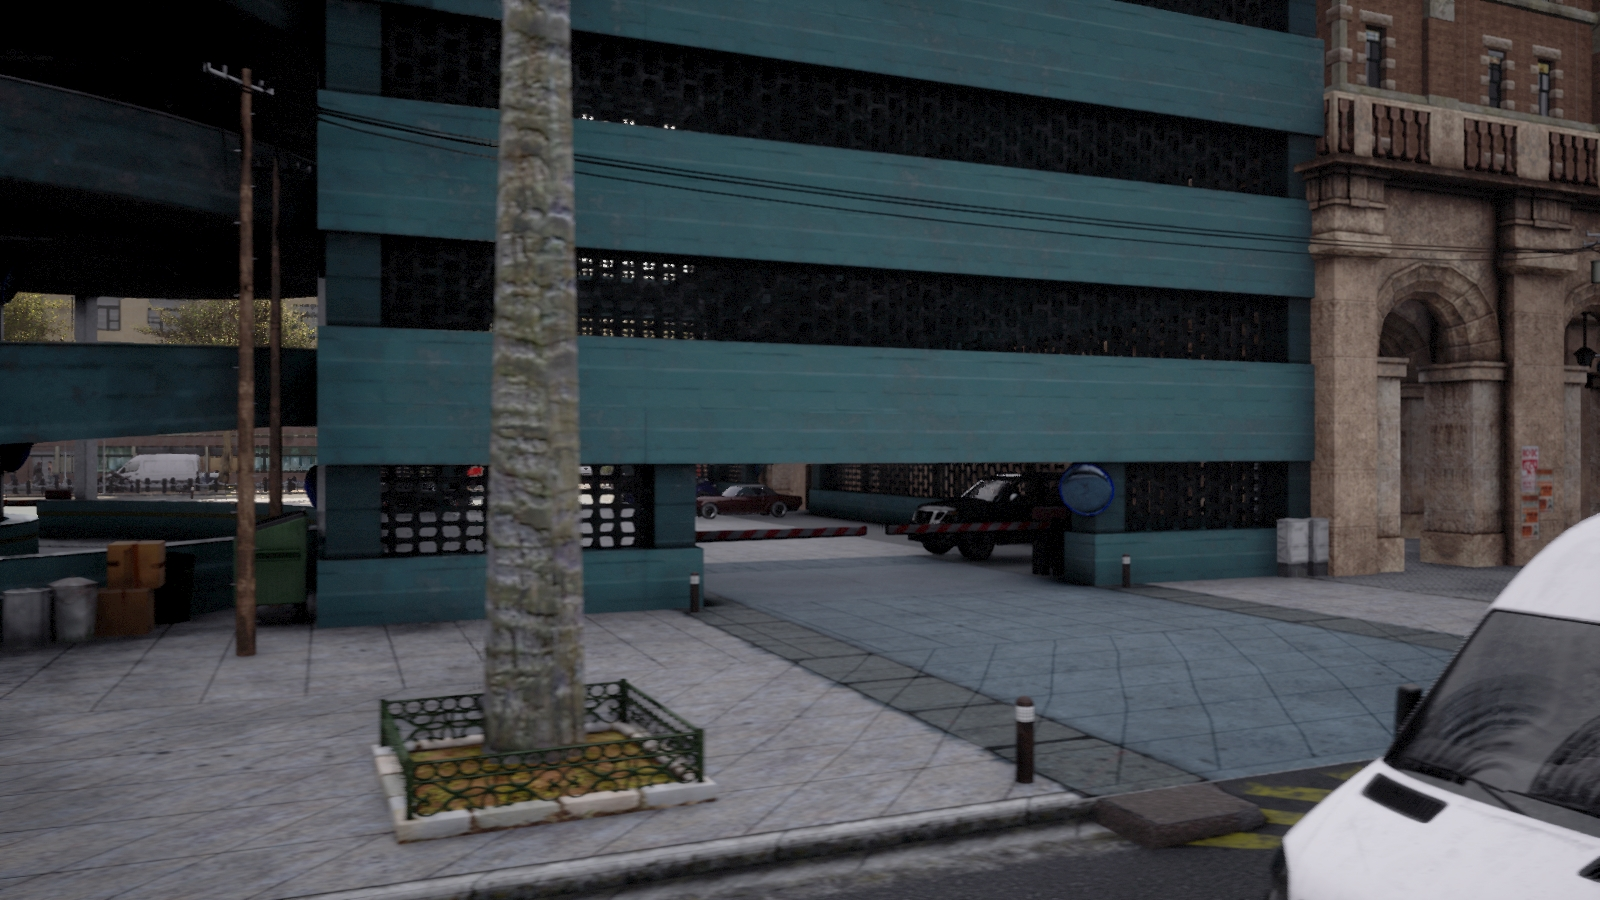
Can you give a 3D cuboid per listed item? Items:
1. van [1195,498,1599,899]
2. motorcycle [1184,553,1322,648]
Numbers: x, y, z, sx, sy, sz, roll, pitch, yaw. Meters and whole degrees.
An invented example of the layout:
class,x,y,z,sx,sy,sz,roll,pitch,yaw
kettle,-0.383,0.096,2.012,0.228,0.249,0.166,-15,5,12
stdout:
class,x,y,z,sx,sy,sz,roll,pitch,yaw
van,4.869,1.539,5.304,5.915,2.561,1.988,0,0,-23
motorcycle,6.706,2.193,16.905,1.805,1.236,0.856,1,0,-23
